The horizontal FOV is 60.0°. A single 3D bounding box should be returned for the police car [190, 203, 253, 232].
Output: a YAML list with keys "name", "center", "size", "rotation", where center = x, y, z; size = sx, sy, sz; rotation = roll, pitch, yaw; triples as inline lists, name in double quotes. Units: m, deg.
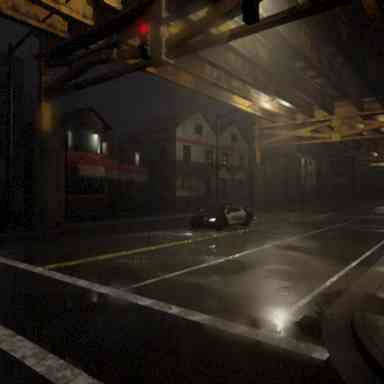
- name: "police car"
  center: [1.839, 1.490, 20.479]
  size: [2.038, 1.542, 4.974]
  rotation: [0, 0, 38]
